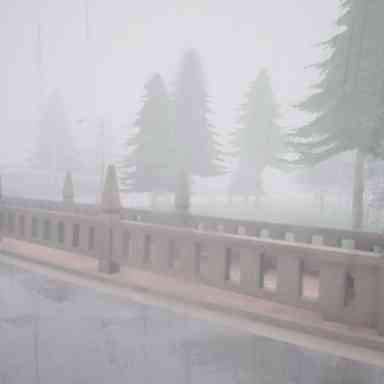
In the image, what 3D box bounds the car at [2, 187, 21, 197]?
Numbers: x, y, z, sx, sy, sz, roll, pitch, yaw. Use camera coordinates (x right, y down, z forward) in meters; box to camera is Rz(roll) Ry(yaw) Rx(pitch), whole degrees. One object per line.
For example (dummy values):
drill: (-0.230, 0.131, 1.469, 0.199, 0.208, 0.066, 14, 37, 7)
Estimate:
car: (-22.109, 0.145, 37.764, 1.837, 1.490, 4.892, 3, 2, 37)
